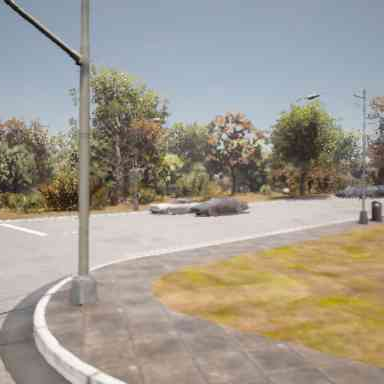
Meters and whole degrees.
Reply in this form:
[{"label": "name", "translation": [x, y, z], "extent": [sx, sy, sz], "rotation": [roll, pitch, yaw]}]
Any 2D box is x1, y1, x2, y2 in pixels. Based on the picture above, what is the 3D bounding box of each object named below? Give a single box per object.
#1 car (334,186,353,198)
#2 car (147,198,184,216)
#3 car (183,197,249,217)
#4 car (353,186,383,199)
[{"label": "car", "translation": [20.728, -0.040, 42.553], "extent": [5.357, 1.411, 2.033], "rotation": [-3, 2, -27]}, {"label": "car", "translation": [-1.415, 1.239, 28.478], "extent": [4.718, 1.301, 1.895], "rotation": [-2, 2, -38]}, {"label": "car", "translation": [2.260, 1.160, 26.953], "extent": [5.357, 1.411, 2.033], "rotation": [-2, 2, -38]}, {"label": "car", "translation": [21.586, 0.010, 39.062], "extent": [4.674, 1.442, 1.812], "rotation": [-4, 2, -27]}]
